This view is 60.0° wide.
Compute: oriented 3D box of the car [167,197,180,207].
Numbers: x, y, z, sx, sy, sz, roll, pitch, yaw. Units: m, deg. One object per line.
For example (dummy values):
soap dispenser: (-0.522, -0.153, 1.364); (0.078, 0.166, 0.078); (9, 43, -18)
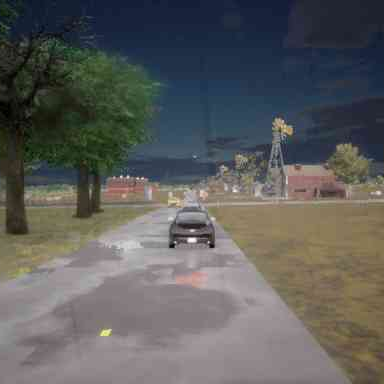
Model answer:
car: (-2.750, 1.603, 51.661); (1.882, 1.535, 5.008); (0, 0, 0)

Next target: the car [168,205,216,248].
car: (0.000, 1.520, 14.653); (1.837, 1.490, 4.892); (0, 0, 0)

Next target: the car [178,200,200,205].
car: (0.000, 1.550, 29.656); (1.812, 1.442, 4.674); (0, 0, 0)
